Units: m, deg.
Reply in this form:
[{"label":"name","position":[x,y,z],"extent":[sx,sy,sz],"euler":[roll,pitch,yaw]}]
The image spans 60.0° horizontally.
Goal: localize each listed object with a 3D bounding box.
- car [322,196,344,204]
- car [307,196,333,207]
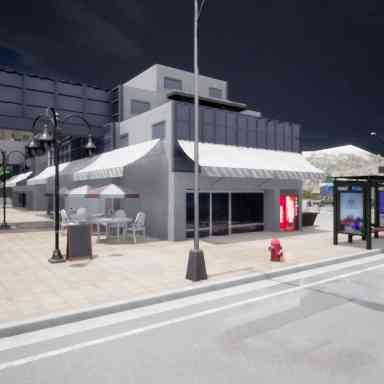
[{"label":"car","position":[28.397,1.490,66.892],"extent":[4.514,1.523,2.007],"euler":[0,0,-36]},{"label":"car","position":[19.116,1.345,48.778],"extent":[5.027,1.636,2.152],"euler":[0,0,-36]}]
